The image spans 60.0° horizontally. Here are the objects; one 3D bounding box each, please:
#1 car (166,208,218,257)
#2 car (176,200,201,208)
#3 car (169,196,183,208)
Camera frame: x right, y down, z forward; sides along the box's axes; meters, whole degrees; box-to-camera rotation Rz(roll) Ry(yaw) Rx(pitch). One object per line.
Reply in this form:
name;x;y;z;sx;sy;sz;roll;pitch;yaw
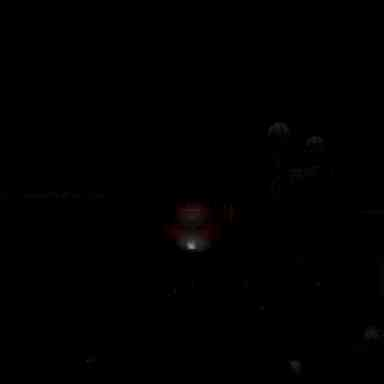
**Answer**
car;0.017;1.622;13.505;2.128;1.511;4.902;0;0;0
car;0.017;1.760;28.506;2.128;1.511;4.902;0;0;0
car;-2.759;1.747;57.512;2.150;2.045;5.566;0;-1;0
